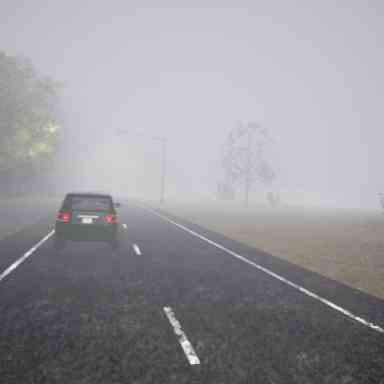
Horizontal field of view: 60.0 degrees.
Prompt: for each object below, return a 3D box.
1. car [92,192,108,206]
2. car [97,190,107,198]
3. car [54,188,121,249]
[{"bbox_3d":[-11.664,0.808,42.323,1.837,1.490,4.892,3,0,-15],"label":"car"},{"bbox_3d":[-18.662,0.360,69.062,1.837,1.490,4.892,3,0,-15],"label":"car"},{"bbox_3d":[-4.062,0.985,13.351,2.150,2.045,5.566,3,0,-15],"label":"car"}]
